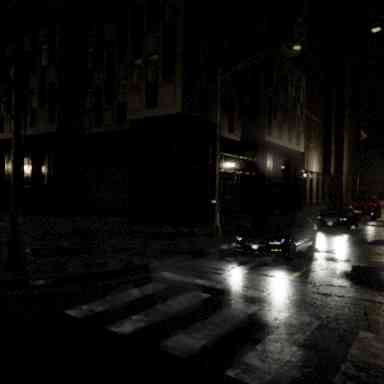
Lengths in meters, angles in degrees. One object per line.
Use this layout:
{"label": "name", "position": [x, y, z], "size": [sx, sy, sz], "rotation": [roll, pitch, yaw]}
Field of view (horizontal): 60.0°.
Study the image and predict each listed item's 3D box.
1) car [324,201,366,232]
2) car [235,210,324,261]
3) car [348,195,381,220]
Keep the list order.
{"label": "car", "position": [9.311, 1.551, 21.053], "size": [2.128, 1.511, 4.902], "rotation": [1, 0, 35]}
{"label": "car", "position": [3.332, 1.507, 12.570], "size": [1.837, 1.490, 4.892], "rotation": [1, 0, 34]}
{"label": "car", "position": [15.403, 1.338, 29.692], "size": [2.150, 2.045, 5.566], "rotation": [1, 0, 35]}
